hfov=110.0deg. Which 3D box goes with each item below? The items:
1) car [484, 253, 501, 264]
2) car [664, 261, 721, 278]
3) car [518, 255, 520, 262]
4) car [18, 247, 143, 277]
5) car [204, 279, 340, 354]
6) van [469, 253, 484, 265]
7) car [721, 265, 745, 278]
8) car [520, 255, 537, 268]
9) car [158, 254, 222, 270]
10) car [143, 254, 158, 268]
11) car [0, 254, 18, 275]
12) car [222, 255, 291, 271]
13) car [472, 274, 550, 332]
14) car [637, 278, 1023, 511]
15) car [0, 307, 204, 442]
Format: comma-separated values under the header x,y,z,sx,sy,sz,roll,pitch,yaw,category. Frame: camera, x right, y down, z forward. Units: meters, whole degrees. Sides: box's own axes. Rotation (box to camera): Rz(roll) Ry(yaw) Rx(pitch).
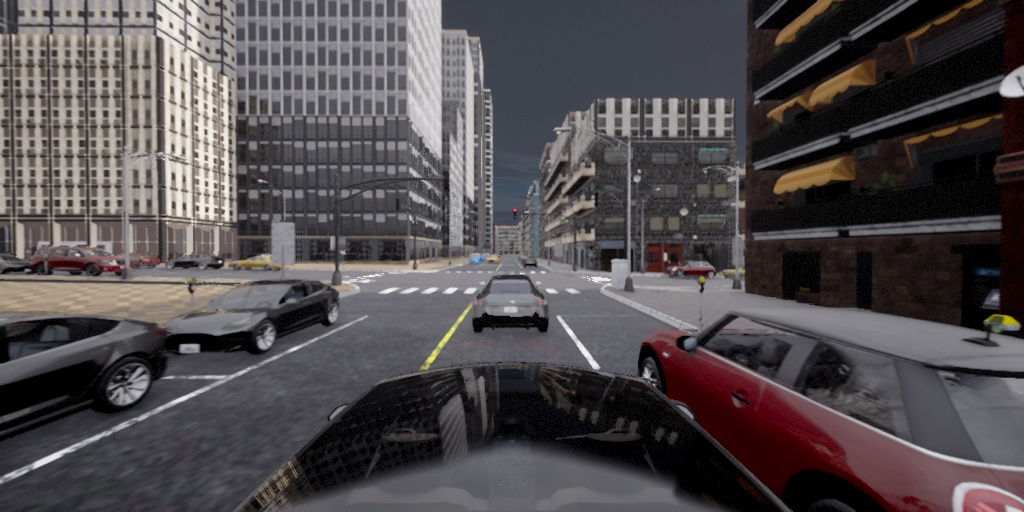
x,y,z,sx,sy,sz,roll,pitch,yaw,category
-3.367,0.589,62.573,1.882,1.535,5.008,0,1,0,car
15.852,1.182,32.101,4.097,1.591,1.967,0,0,-1,car
2.389,0.701,58.196,1.888,1.381,4.507,0,0,0,car
-27.499,0.369,22.989,5.009,1.841,2.192,0,0,-1,car
-5.725,1.244,8.543,1.948,1.339,4.313,0,0,0,car
-5.991,0.498,58.150,1.690,1.789,3.998,0,0,0,van
21.204,1.370,32.191,4.829,1.417,1.751,0,0,-1,car
2.443,0.825,48.230,1.948,1.339,4.313,0,0,0,car
-27.647,0.505,31.368,4.313,1.339,1.948,0,0,-1,car
-33.265,0.418,31.274,4.207,1.307,1.802,0,0,-1,car
-33.118,0.517,22.895,4.313,1.339,1.948,0,0,-1,car
-22.203,0.567,31.548,4.829,1.417,1.751,0,0,-1,car
-0.044,1.220,10.483,1.994,1.385,4.181,0,1,0,car
2.683,1.172,3.343,1.967,1.591,4.097,0,0,0,car
-5.697,1.300,3.297,1.948,1.339,4.313,0,0,0,car
